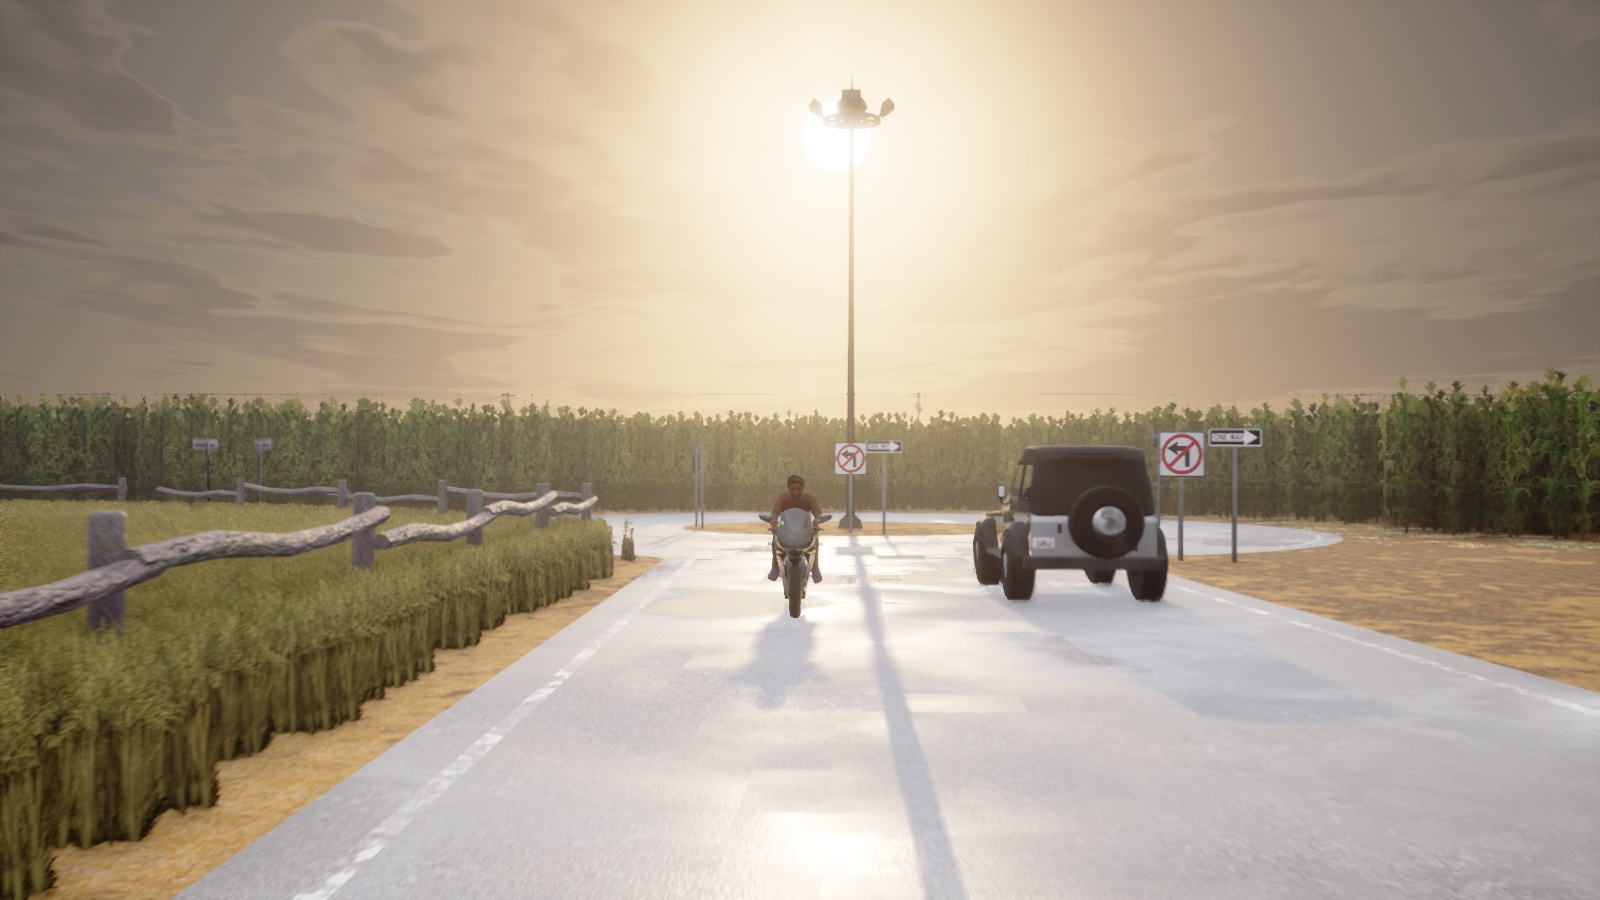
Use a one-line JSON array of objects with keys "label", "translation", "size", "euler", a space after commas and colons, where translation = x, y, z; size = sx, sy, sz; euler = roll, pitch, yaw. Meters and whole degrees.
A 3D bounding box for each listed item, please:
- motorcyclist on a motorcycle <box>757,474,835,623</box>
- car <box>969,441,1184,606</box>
[{"label": "motorcyclist on a motorcycle", "translation": [-0.041, 1.031, 13.960], "size": [0.797, 1.523, 2.044], "euler": [0, -1, 0]}, {"label": "car", "translation": [3.413, 0.869, 16.259], "size": [1.905, 1.878, 3.866], "euler": [0, -1, 0]}]
